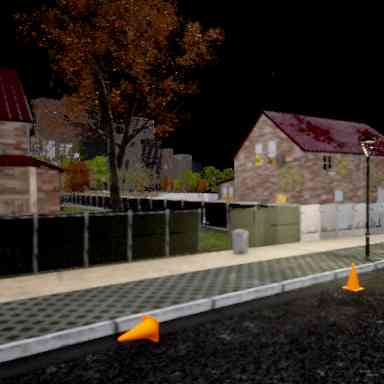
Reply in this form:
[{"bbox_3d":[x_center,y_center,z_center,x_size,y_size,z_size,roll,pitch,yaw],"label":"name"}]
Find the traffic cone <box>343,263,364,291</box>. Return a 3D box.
[{"bbox_3d":[3.784,1.968,7.802,0.340,0.580,0.340,0,0,-34],"label":"traffic cone"}]
